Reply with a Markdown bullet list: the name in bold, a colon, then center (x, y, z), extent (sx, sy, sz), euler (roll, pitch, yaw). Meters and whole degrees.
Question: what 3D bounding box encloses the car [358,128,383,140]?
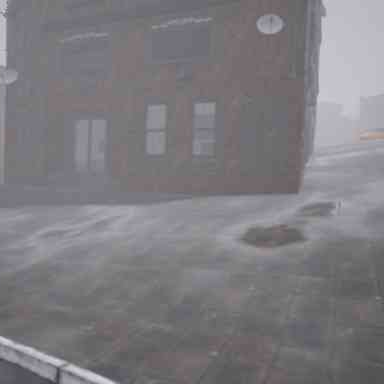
- **car**: center (18.141, -5.258, 31.445), extent (2.185, 1.767, 4.553), euler (1, 2, -26)
